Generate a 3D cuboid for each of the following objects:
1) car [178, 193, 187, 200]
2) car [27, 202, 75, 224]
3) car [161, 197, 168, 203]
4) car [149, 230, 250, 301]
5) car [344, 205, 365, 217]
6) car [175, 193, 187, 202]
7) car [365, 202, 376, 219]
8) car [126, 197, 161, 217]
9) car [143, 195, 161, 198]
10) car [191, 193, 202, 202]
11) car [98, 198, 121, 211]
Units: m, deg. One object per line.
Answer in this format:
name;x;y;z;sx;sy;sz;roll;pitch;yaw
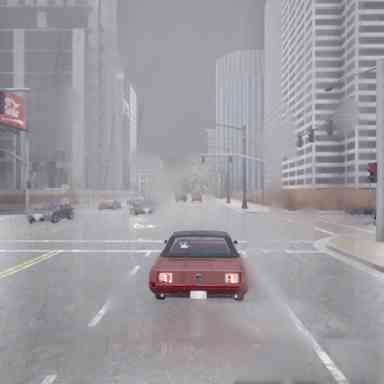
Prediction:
car;-2.297;1.184;84.085;2.097;1.767;4.553;0;0;1
car;-10.264;1.491;24.562;2.128;1.511;4.902;0;0;1
car;-6.063;1.601;67.255;1.895;1.301;4.718;0;0;1
car;0.216;1.601;8.322;1.895;1.301;4.718;0;0;2
car;16.547;1.601;30.443;4.718;1.301;1.895;0;0;1
car;-2.452;1.216;73.445;2.150;2.045;5.566;0;0;1
car;15.119;1.525;23.301;4.674;1.442;1.812;0;0;2
car;-4.892;1.493;32.003;2.128;1.511;4.902;0;0;-21
car;-6.370;1.601;51.204;1.895;1.301;4.718;0;0;1
car;1.048;1.216;73.394;2.150;2.045;5.566;0;0;1
car;-10.127;1.526;41.263;1.812;1.442;4.674;0;0;4
